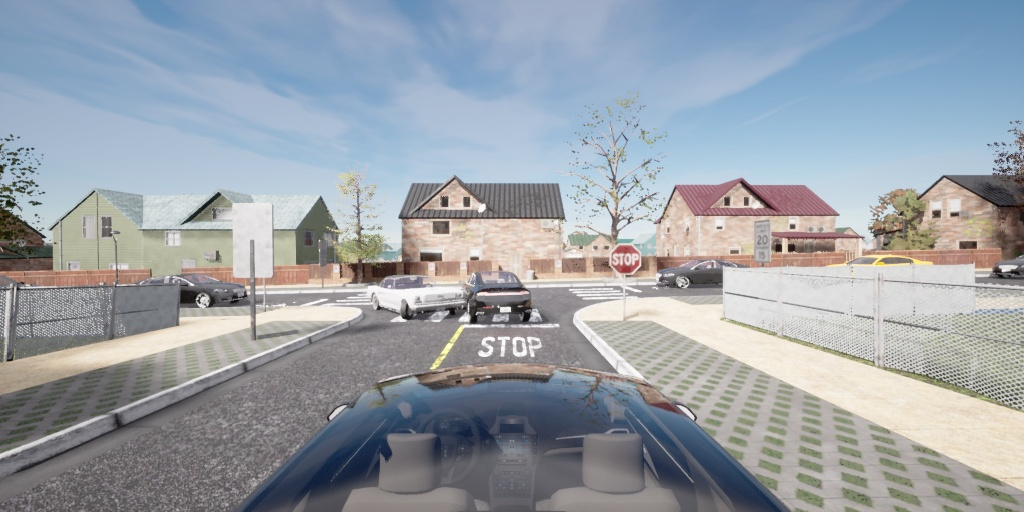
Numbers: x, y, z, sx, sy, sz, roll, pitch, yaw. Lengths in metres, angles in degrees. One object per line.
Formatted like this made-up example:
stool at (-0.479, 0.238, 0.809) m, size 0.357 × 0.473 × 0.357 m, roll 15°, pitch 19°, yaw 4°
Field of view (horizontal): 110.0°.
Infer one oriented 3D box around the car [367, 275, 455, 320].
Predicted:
car at (-3.597, 1.367, 12.938) m, size 1.895 × 1.301 × 4.718 m, roll 0°, pitch 0°, yaw -38°

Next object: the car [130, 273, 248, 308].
car at (-14.895, 1.566, 16.439) m, size 4.902 × 1.511 × 2.128 m, roll -1°, pitch 1°, yaw 0°

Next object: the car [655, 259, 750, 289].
car at (10.339, 0.925, 19.481) m, size 4.902 × 1.511 × 2.128 m, roll -1°, pitch 1°, yaw 0°

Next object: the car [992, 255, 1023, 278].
car at (29.393, 0.478, 19.546) m, size 4.902 × 1.511 × 2.128 m, roll -1°, pitch 1°, yaw 0°

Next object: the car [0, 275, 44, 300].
car at (-24.233, 1.648, 16.402) m, size 4.553 × 1.767 × 2.097 m, roll -1°, pitch 1°, yaw 0°

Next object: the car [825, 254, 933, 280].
car at (19.769, 0.690, 19.514) m, size 5.008 × 1.535 × 1.882 m, roll -1°, pitch 1°, yaw -1°

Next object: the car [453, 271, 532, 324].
car at (-0.680, 1.242, 12.078) m, size 2.128 × 1.511 × 4.902 m, roll 0°, pitch 0°, yaw -12°
